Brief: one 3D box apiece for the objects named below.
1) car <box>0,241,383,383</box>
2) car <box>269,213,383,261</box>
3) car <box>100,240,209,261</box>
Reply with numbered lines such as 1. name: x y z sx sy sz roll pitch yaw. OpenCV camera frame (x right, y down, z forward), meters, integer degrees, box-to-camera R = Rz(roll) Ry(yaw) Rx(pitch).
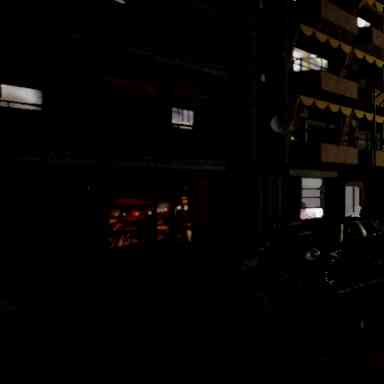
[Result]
1. car: -0.424 1.548 3.076 5.357 1.411 2.033 0 0 -35
2. car: 3.717 1.443 9.216 4.097 1.590 1.967 0 0 -35
3. car: -0.782 1.583 6.007 4.206 1.307 1.802 0 0 -35
